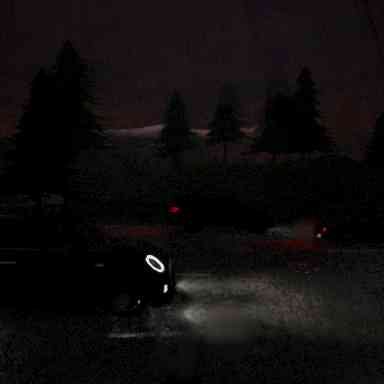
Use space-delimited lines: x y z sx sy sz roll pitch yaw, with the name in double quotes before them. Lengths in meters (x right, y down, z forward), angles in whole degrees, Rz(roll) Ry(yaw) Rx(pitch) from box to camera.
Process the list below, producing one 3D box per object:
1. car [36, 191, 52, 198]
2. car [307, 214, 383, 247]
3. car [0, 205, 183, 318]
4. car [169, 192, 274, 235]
"car" -27.463 0.390 60.134 4.181 1.385 1.994 2 1 26
"car" 7.721 1.637 14.690 4.718 1.301 1.895 1 1 -6
"car" -2.602 1.225 6.526 4.553 1.767 2.097 1 1 -6
"car" 1.465 1.087 17.528 5.566 2.045 2.150 2 0 -6
